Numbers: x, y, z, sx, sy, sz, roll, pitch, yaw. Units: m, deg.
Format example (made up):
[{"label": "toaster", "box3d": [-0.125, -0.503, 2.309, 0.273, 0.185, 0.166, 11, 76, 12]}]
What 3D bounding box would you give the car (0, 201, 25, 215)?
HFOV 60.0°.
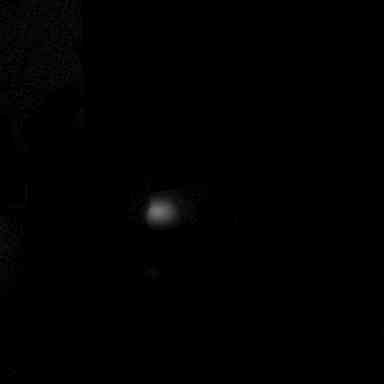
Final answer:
[{"label": "car", "box3d": [-18.110, 1.499, 30.471, 1.895, 1.301, 4.718, -2, 0, 35]}]
